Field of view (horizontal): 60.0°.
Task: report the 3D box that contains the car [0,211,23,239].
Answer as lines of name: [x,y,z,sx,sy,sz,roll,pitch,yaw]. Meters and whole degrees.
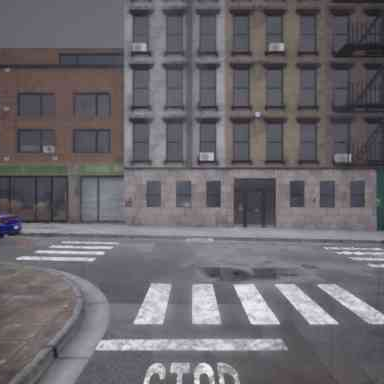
car: [-9.984,1.317,14.254,5.008,1.535,1.882,1,0,0]
